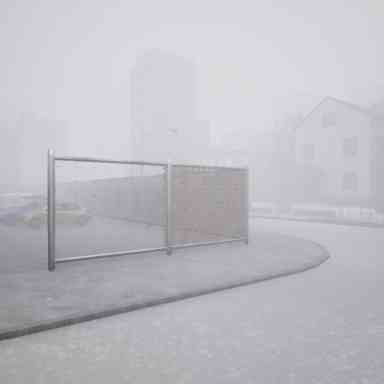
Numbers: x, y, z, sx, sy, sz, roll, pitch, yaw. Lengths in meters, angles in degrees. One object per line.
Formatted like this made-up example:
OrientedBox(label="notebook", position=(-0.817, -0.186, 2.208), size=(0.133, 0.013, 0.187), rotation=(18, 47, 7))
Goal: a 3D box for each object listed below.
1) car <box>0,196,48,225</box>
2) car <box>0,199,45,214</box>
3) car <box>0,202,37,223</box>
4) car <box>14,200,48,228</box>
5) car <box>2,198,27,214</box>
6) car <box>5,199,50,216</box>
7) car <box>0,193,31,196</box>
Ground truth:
OrientedBox(label="car", position=(-11.049, 1.348, 23.154), size=(4.611, 1.667, 2.242), rotation=(0, 0, -36))
OrientedBox(label="car", position=(-18.610, 1.474, 35.066), size=(5.357, 1.415, 2.033), rotation=(0, 0, -36))
OrientedBox(label="car", position=(-12.784, 1.451, 24.533), size=(2.207, 1.379, 1.481), rotation=(0, 0, -36))
OrientedBox(label="car", position=(-8.606, 1.416, 21.002), size=(4.193, 1.474, 1.816), rotation=(0, 0, -36))
OrientedBox(label="car", position=(-18.609, 1.402, 34.788), size=(1.789, 1.547, 3.705), rotation=(0, 0, -36))
OrientedBox(label="car", position=(-15.556, 1.413, 31.497), size=(3.633, 1.501, 1.845), rotation=(0, 0, -36))
OrientedBox(label="car", position=(-13.337, 1.242, 26.794), size=(3.866, 1.878, 1.905), rotation=(0, 0, -36))
